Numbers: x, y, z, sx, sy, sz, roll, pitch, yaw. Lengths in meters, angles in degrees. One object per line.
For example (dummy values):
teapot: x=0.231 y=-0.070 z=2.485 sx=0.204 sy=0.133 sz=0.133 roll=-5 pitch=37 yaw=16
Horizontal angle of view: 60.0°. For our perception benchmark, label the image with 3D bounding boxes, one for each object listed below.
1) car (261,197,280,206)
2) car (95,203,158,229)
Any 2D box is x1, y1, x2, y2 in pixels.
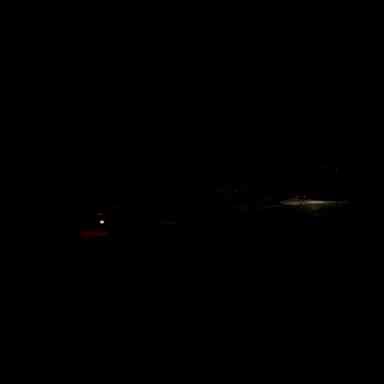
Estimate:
car: x=12.416 y=1.466 z=52.540 sx=1.812 sy=1.442 sz=4.674 roll=1 pitch=0 yaw=31
car: x=-4.141 y=1.498 z=21.803 sx=1.837 sy=1.490 sz=4.892 roll=1 pitch=0 yaw=29
